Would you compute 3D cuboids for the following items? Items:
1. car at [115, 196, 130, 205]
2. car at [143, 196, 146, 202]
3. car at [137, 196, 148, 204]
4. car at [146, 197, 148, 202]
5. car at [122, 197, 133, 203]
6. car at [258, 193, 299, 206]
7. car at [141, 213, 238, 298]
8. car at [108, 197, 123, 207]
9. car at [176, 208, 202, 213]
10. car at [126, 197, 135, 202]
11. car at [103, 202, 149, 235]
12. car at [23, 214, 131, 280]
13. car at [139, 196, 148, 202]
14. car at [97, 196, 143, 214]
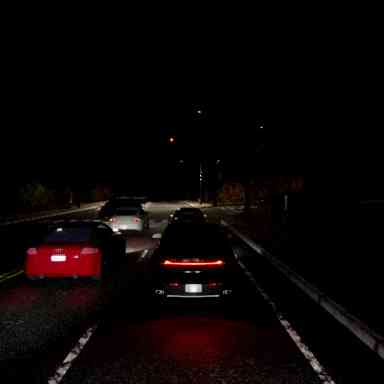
[{"bbox_3d":[-12.931,1.615,62.026,2.128,1.511,4.902,0,0,-5],"label":"car"},{"bbox_3d":[-8.813,1.579,52.273,2.128,1.511,4.902,0,0,-5],"label":"car"},{"bbox_3d":[-10.558,1.684,71.099,2.128,1.511,4.902,0,0,-6],"label":"car"},{"bbox_3d":[-9.591,1.684,61.126,1.994,1.385,4.181,0,0,-5],"label":"car"},{"bbox_3d":[-13.904,1.715,71.753,1.994,1.385,4.181,0,0,-7],"label":"car"},{"bbox_3d":[9.935,0.843,38.282,4.674,1.442,1.812,-3,0,-2],"label":"car"},{"bbox_3d":[0.013,1.509,8.491,1.837,1.490,4.892,0,0,0],"label":"car"},{"bbox_3d":[-12.129,1.616,52.938,1.812,1.442,4.674,0,0,-5],"label":"car"},{"bbox_3d":[-0.180,1.561,17.899,2.033,1.411,5.357,0,0,-2],"label":"car"},{"bbox_3d":[-15.174,1.807,81.998,1.895,1.301,4.718,0,0,-8],"label":"car"},{"bbox_3d":[-3.479,1.540,18.768,1.812,1.442,4.674,0,0,-3],"label":"car"},{"bbox_3d":[-3.259,1.570,10.023,1.994,1.385,4.181,0,0,-1],"label":"car"},{"bbox_3d":[-11.799,1.732,81.238,2.128,1.511,4.902,0,0,-7],"label":"car"},{"bbox_3d":[-6.123,1.363,27.886,2.097,1.767,4.553,0,1,12],"label":"car"}]
